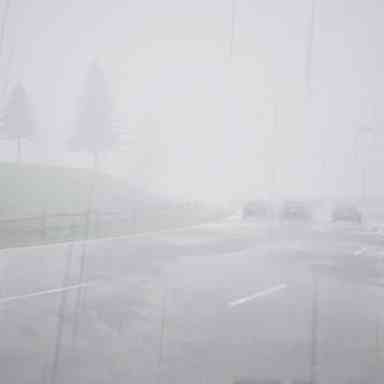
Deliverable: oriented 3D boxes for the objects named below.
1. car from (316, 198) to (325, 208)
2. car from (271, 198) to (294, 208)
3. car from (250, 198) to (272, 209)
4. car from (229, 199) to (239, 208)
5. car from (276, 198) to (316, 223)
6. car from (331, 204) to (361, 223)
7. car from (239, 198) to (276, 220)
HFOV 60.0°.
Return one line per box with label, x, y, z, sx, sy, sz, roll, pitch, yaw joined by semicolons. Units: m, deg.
car;18.143;1.619;50.128;1.837;1.490;4.892;0;0;-7
car;14.275;1.746;52.619;1.994;1.385;4.181;-1;0;-8
car;10.806;1.732;52.186;1.837;1.490;4.892;0;0;-7
car;7.383;1.821;52.437;2.033;1.411;5.357;-1;0;-10
car;8.268;1.429;26.231;2.097;1.767;4.553;-1;-1;24
car;12.015;1.591;26.055;1.994;1.385;4.181;-1;0;22
car;5.950;1.486;29.809;2.097;1.767;4.553;-1;-1;21
